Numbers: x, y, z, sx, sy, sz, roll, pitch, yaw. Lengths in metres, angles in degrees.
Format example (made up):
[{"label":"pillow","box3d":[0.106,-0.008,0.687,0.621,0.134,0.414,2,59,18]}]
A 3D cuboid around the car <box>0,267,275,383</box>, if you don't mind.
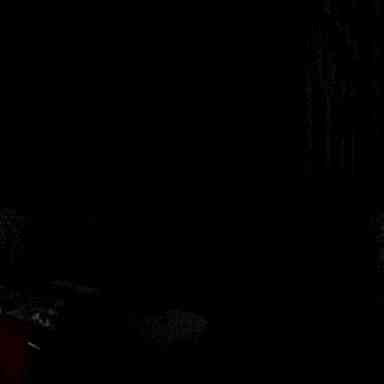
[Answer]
[{"label":"car","box3d":[-1.180,1.559,3.818,4.206,1.307,1.802,1,0,36]}]
